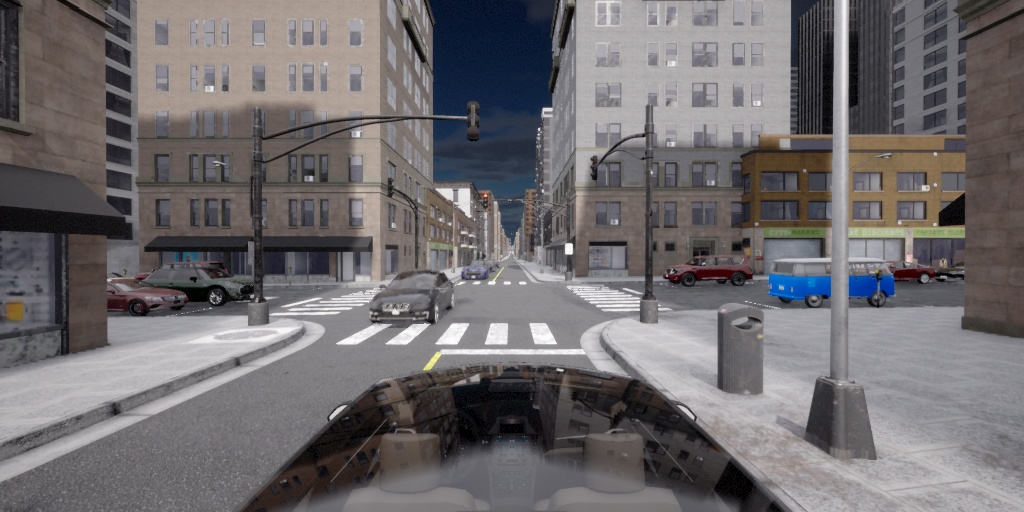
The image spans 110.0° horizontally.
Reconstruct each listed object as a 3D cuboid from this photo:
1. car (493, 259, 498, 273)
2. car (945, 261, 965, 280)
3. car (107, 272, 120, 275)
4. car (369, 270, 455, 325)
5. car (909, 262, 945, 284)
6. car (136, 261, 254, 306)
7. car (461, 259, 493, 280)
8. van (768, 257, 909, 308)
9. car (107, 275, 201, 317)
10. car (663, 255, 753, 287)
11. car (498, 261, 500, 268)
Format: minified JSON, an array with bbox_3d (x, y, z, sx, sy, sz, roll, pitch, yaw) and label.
[{"bbox_3d":[-3.070,1.271,43.861,1.837,1.490,4.892,0,0,0],"label":"car"},{"bbox_3d":[28.935,0.916,22.234,4.313,1.339,1.948,0,0,0],"label":"car"},{"bbox_3d":[-26.007,1.552,22.129,4.829,1.417,1.751,0,0,0],"label":"car"},{"bbox_3d":[-3.093,1.253,11.959,1.837,1.490,4.892,0,0,0],"label":"car"},{"bbox_3d":[23.326,0.965,22.223,4.507,1.381,1.888,0,0,0],"label":"car"},{"bbox_3d":[-14.001,1.269,16.267,4.553,1.767,2.097,-1,0,0],"label":"car"},{"bbox_3d":[-3.080,1.106,30.845,2.097,1.767,4.553,0,0,0],"label":"car"},{"bbox_3d":[12.125,0.957,13.676,3.998,1.789,1.690,0,0,0],"label":"van"},{"bbox_3d":[-14.811,1.528,13.625,4.207,1.307,1.802,0,0,0],"label":"car"},{"bbox_3d":[12.108,0.872,22.201,5.009,1.841,2.192,0,0,0],"label":"car"},{"bbox_3d":[-3.029,1.295,60.093,1.837,1.490,4.892,0,0,0],"label":"car"}]
